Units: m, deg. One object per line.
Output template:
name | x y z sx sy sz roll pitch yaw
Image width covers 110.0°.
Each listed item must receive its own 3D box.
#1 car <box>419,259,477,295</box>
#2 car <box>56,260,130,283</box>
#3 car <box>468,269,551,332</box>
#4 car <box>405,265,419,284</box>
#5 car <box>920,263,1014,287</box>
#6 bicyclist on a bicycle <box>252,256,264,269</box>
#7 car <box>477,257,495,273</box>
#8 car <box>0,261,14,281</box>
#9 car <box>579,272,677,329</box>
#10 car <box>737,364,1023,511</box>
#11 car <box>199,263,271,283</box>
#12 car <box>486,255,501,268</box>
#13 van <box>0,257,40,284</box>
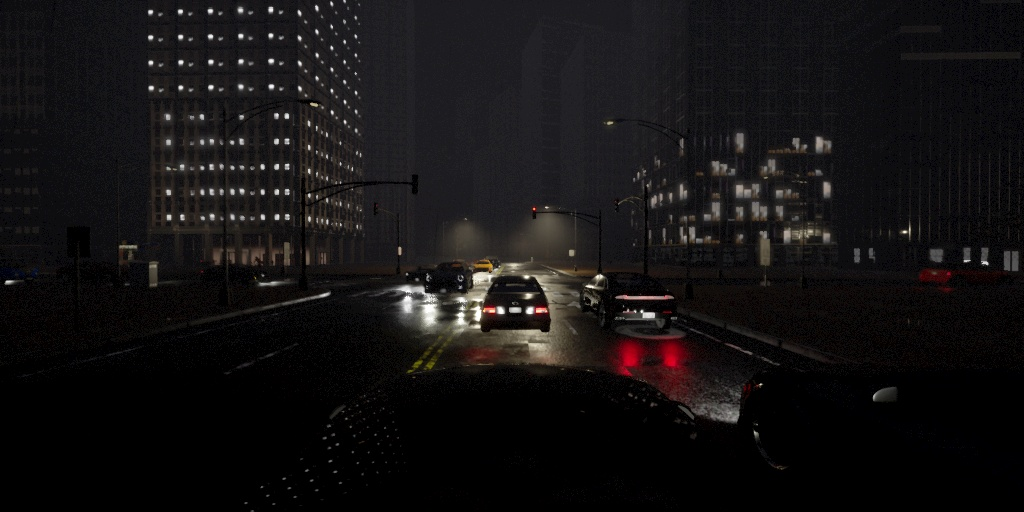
car | -3.332 1.096 19.645 2.097 1.767 4.553 0 0 0
car | -30.059 1.093 26.201 5.008 1.535 1.882 0 0 2
car | 0.107 1.294 10.774 2.033 1.411 5.357 0 0 1
car | -6.570 1.314 27.060 1.895 1.301 4.718 0 0 0
car | 31.562 1.253 24.946 4.553 1.767 2.097 0 0 1
bicyclist on a bicycle | -24.675 0.867 34.798 0.582 1.620 1.656 0 1 1
car | -3.201 1.198 39.852 1.882 1.535 5.008 0 0 -2
car | -40.301 1.092 26.484 4.674 1.442 1.812 0 0 2
car | 3.354 1.238 11.188 2.128 1.511 4.902 0 0 0
car | 3.354 1.314 2.032 1.994 1.385 4.181 0 0 0
car | -19.967 1.227 25.940 4.181 1.385 1.994 0 0 1
car | -3.292 0.911 57.333 2.150 2.045 5.566 0 0 0
van | -33.915 0.959 23.716 3.998 1.789 1.690 0 0 1
